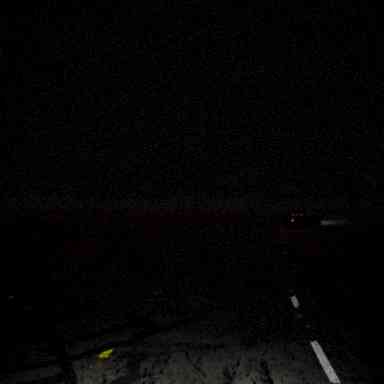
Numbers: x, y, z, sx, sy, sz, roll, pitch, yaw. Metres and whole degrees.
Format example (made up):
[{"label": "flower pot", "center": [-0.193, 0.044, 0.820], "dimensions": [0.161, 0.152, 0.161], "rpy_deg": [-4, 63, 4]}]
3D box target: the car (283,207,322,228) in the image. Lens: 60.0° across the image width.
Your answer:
[{"label": "car", "center": [8.869, 1.942, 26.474], "dimensions": [2.128, 1.511, 4.902], "rpy_deg": [1, -1, 36]}]
